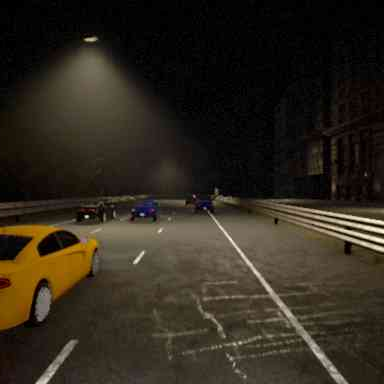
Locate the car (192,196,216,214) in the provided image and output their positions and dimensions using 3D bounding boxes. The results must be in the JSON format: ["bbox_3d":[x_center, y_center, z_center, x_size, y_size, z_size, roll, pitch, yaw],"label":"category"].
[{"bbox_3d":[1.212,1.347,33.229,1.812,1.442,4.674,0,0,0],"label":"car"}]

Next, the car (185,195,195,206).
[{"bbox_3d":[-0.020,1.393,51.724,1.994,1.385,4.181,0,0,0],"label":"car"}]

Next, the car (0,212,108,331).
[{"bbox_3d":[-3.405,1.435,6.944,1.882,1.535,5.008,0,0,0],"label":"car"}]

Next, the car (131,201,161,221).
[{"bbox_3d":[-3.411,1.376,25.136,1.812,1.442,4.674,0,0,0],"label":"car"}]

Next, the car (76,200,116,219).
[{"bbox_3d":[-6.910,1.360,24.277,1.837,1.490,4.892,0,0,0],"label":"car"}]

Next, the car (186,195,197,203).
[{"bbox_3d":[-0.027,1.351,66.861,2.128,1.511,4.902,0,0,0],"label":"car"}]
